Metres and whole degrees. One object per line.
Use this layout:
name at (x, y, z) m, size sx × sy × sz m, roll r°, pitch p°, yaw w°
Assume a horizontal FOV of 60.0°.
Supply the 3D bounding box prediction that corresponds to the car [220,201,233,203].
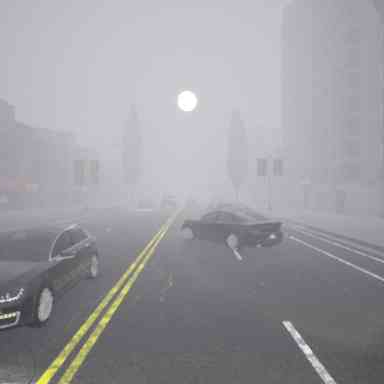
car at (3.214, 1.522, 22.525) m, size 1.994 × 1.385 × 4.181 m, roll 0°, pitch 0°, yaw 0°

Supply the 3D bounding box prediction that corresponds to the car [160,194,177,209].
car at (-3.419, 1.361, 48.820) m, size 2.150 × 2.045 × 5.566 m, roll 0°, pitch -1°, yaw 0°

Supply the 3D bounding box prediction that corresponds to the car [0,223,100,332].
car at (-3.360, 1.486, 7.043) m, size 1.837 × 1.490 × 4.892 m, roll 0°, pitch 0°, yaw 0°

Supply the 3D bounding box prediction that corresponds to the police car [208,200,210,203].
police car at (3.179, 1.594, 44.533) m, size 2.038 × 1.542 × 4.974 m, roll 0°, pitch -1°, yaw 0°

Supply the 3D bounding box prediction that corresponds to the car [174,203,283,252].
car at (1.467, 1.441, 13.975) m, size 1.882 × 1.535 × 5.008 m, roll 0°, pitch 0°, yaw -35°

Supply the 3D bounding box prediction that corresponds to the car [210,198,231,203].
car at (3.197, 1.475, 33.529) m, size 1.882 × 1.535 × 5.008 m, roll 0°, pitch 0°, yaw 0°

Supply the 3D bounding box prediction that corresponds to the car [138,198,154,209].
car at (-6.667, 1.629, 48.744) m, size 2.128 × 1.511 × 4.902 m, roll 0°, pitch -1°, yaw 0°

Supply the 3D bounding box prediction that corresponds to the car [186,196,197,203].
car at (-0.076, 1.787, 56.247) m, size 2.033 × 1.411 × 5.357 m, roll 0°, pitch -1°, yaw 0°
